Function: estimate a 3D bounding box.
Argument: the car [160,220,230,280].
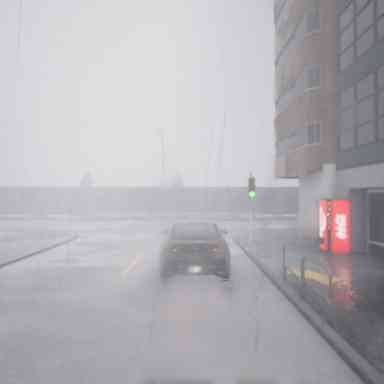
[{"bbox_3d":[0.078,1.631,10.307,1.837,1.490,4.892,0,-1,0],"label":"car"}]
